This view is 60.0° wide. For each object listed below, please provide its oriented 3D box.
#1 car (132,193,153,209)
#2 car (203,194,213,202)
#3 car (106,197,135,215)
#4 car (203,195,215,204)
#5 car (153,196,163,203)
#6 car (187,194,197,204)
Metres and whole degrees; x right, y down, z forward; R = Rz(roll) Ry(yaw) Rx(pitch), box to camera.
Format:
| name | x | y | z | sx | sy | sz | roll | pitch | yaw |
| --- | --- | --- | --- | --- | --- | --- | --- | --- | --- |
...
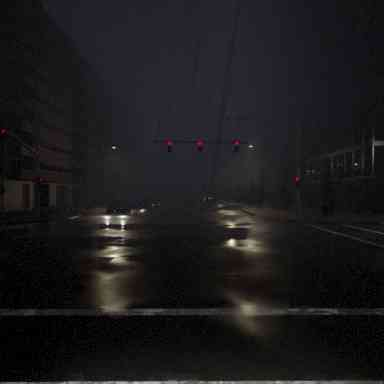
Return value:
| name | x | y | z | sx | sy | sz | roll | pitch | yaw |
| --- | --- | --- | --- | --- | --- | --- | --- | --- | --- |
| car | -7.393 | 1.214 | 46.890 | 2.150 | 2.045 | 5.566 | 0 | 1 | 1 |
| car | 3.511 | 1.355 | 74.600 | 2.097 | 1.767 | 4.553 | 0 | 0 | 1 |
| car | -7.446 | 1.526 | 34.253 | 1.812 | 1.442 | 4.674 | 0 | 0 | 0 |
| car | 3.500 | 1.492 | 64.735 | 2.128 | 1.511 | 4.902 | 0 | 0 | 1 |
| car | -7.063 | 1.547 | 68.433 | 2.033 | 1.411 | 5.357 | 0 | 0 | 1 |
| car | 0.001 | 1.564 | 64.646 | 1.994 | 1.385 | 4.181 | 0 | 0 | 1 |
